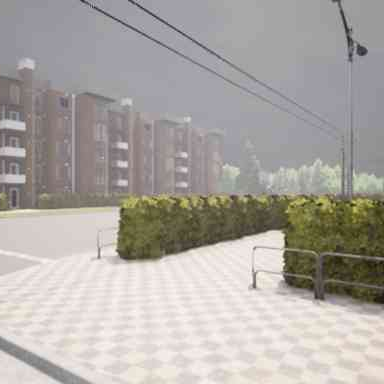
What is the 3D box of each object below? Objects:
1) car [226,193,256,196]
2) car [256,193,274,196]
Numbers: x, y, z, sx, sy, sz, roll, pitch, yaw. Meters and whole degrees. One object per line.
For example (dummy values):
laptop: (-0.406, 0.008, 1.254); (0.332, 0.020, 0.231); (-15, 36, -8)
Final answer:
car: (6.725, 1.196, 48.123); (2.150, 2.045, 5.566); (0, 0, 36)
car: (10.698, 1.200, 47.613); (2.150, 2.045, 5.566); (0, 0, 37)
